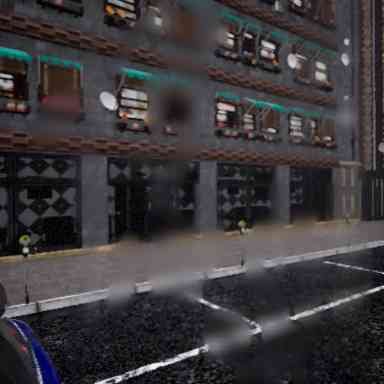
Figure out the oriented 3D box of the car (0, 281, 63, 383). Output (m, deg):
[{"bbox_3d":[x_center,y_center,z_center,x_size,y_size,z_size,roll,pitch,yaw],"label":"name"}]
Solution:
[{"bbox_3d":[-2.723,1.353,1.122,4.553,1.767,2.097,0,0,-35],"label":"car"}]
